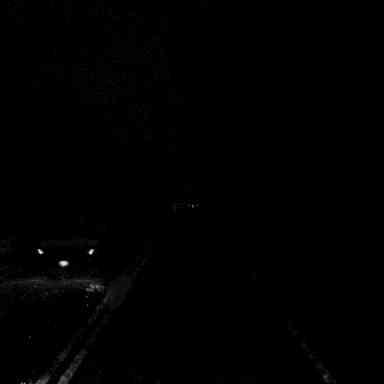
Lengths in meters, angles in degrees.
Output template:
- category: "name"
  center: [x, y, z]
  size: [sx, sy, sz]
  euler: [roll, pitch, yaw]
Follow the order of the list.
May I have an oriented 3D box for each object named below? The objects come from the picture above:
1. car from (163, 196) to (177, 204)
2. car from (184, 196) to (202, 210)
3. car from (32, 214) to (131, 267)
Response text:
- category: "car"
  center: [-3.328, 1.203, 51.131]
  size: [1.895, 1.301, 4.718]
  euler: [0, 0, 0]
- category: "car"
  center: [0.099, 1.214, 37.874]
  size: [1.837, 1.490, 4.892]
  euler: [0, 0, 0]
- category: "car"
  center: [-3.351, 1.464, 11.356]
  size: [2.033, 1.411, 5.357]
  euler: [0, 0, 0]
